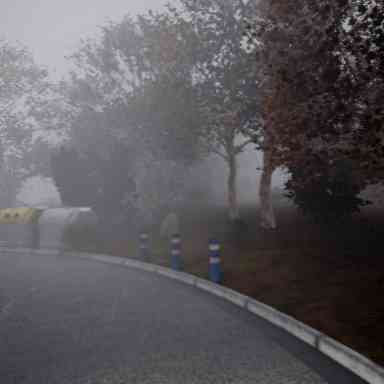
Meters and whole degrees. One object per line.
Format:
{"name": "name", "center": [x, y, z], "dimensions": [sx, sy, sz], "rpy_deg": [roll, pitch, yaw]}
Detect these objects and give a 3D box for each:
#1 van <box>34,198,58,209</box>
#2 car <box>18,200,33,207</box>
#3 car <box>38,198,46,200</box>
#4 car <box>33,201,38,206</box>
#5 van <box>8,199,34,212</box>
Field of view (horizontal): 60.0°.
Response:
{"name": "van", "center": [-28.855, 2.263, 65.774], "dimensions": [4.442, 1.987, 1.878], "rpy_deg": [-3, 1, 27]}
{"name": "car", "center": [-24.771, 2.332, 44.946], "dimensions": [5.566, 2.045, 2.435], "rpy_deg": [-3, 1, 27]}
{"name": "car", "center": [-30.028, 2.588, 63.235], "dimensions": [4.892, 1.521, 2.231], "rpy_deg": [-3, 1, 27]}
{"name": "car", "center": [-23.435, 2.506, 47.397], "dimensions": [4.792, 1.488, 2.163], "rpy_deg": [-3, 1, 27]}
{"name": "van", "center": [-31.212, 2.460, 60.685], "dimensions": [4.442, 1.987, 1.878], "rpy_deg": [-3, 1, 27]}
